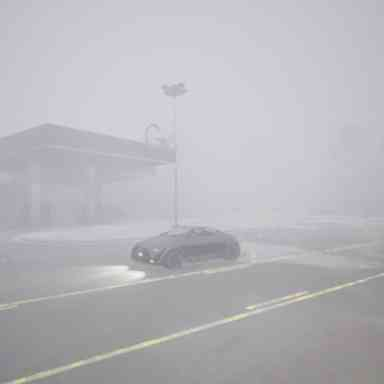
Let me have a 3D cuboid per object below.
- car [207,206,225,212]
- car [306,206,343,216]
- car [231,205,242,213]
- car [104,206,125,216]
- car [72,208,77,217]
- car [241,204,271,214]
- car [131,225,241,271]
[{"bbox_3d":[5.144,3.684,72.574,1.812,1.442,4.674,1,-2,-36],"label":"car"},{"bbox_3d":[20.577,2.906,51.820,2.033,1.411,5.357,1,-2,-36],"label":"car"},{"bbox_3d":[9.782,3.271,66.320,2.097,1.767,4.553,1,-2,-36],"label":"car"},{"bbox_3d":[-12.980,3.135,55.527,2.242,1.667,4.611,1,-2,-36],"label":"car"},{"bbox_3d":[-17.147,3.220,51.497,1.970,1.475,3.806,1,-2,-36],"label":"car"},{"bbox_3d":[11.549,3.129,58.168,1.882,1.535,5.008,1,-2,-36],"label":"car"},{"bbox_3d":[-0.143,1.955,12.512,4.181,1.385,1.994,1,-2,-36],"label":"car"}]
